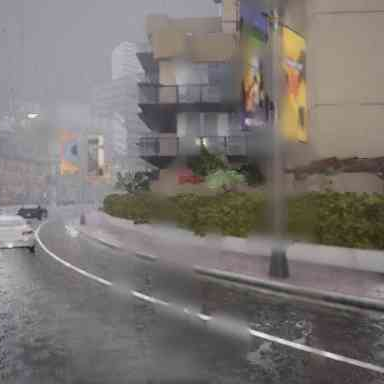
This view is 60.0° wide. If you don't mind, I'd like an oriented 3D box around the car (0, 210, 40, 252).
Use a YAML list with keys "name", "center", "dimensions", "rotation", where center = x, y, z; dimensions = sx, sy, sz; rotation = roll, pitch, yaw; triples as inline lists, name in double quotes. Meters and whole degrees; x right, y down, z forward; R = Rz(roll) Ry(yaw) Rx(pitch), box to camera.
- name: "car"
  center: [-7.786, 1.712, 14.015]
  dimensions: [1.812, 1.442, 4.674]
  rotation: [0, -1, -31]

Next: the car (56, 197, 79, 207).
- name: "car"
  center: [-26.543, 2.006, 69.967]
  dimensions: [2.150, 2.045, 5.566]
  rotation: [0, -1, 3]

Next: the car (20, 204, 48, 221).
- name: "car"
  center: [-14.924, 1.876, 31.450]
  dimensions: [1.882, 1.535, 5.008]
  rotation: [0, -1, -14]

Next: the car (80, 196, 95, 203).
- name: "car"
  center: [-22.910, 1.836, 72.404]
  dimensions: [2.150, 2.045, 5.566]
  rotation: [0, -1, 3]
